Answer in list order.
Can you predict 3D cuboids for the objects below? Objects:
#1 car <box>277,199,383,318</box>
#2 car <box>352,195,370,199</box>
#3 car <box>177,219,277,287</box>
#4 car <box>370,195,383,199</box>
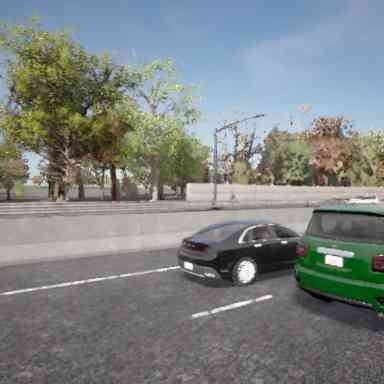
[{"bbox_3d":[4.601,1.255,7.089,5.566,2.045,2.150,0,0,-34],"label":"car"},{"bbox_3d":[24.287,1.443,47.076,5.566,2.045,2.150,1,0,-35],"label":"car"},{"bbox_3d":[1.908,1.535,9.460,4.892,1.490,1.837,0,0,-35],"label":"car"},{"bbox_3d":[26.084,1.570,44.066,4.553,1.767,2.097,0,0,-35],"label":"car"}]
